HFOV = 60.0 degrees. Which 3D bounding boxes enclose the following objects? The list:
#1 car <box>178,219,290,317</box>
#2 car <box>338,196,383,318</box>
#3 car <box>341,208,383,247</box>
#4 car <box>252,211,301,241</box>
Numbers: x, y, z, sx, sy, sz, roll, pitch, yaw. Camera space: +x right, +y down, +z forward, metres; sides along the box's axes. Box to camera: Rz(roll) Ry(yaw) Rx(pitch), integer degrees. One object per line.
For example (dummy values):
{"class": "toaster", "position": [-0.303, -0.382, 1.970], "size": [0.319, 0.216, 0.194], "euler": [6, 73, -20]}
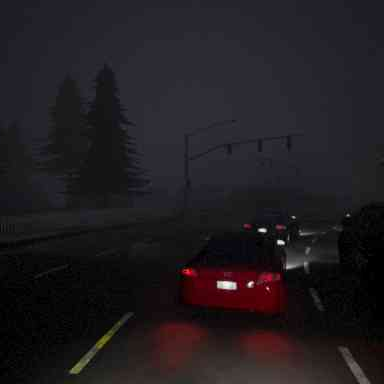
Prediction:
{"class": "car", "position": [1.130, 1.563, 7.620], "size": [1.994, 1.385, 4.181], "euler": [0, 0, 15]}
{"class": "car", "position": [4.707, 1.221, 7.259], "size": [2.150, 2.045, 5.566], "euler": [0, 0, 15]}
{"class": "car", "position": [8.371, 1.562, 15.849], "size": [1.994, 1.385, 4.181], "euler": [0, 0, 28]}
{"class": "car", "position": [3.792, 1.562, 15.589], "size": [1.994, 1.385, 4.181], "euler": [0, 0, 26]}
